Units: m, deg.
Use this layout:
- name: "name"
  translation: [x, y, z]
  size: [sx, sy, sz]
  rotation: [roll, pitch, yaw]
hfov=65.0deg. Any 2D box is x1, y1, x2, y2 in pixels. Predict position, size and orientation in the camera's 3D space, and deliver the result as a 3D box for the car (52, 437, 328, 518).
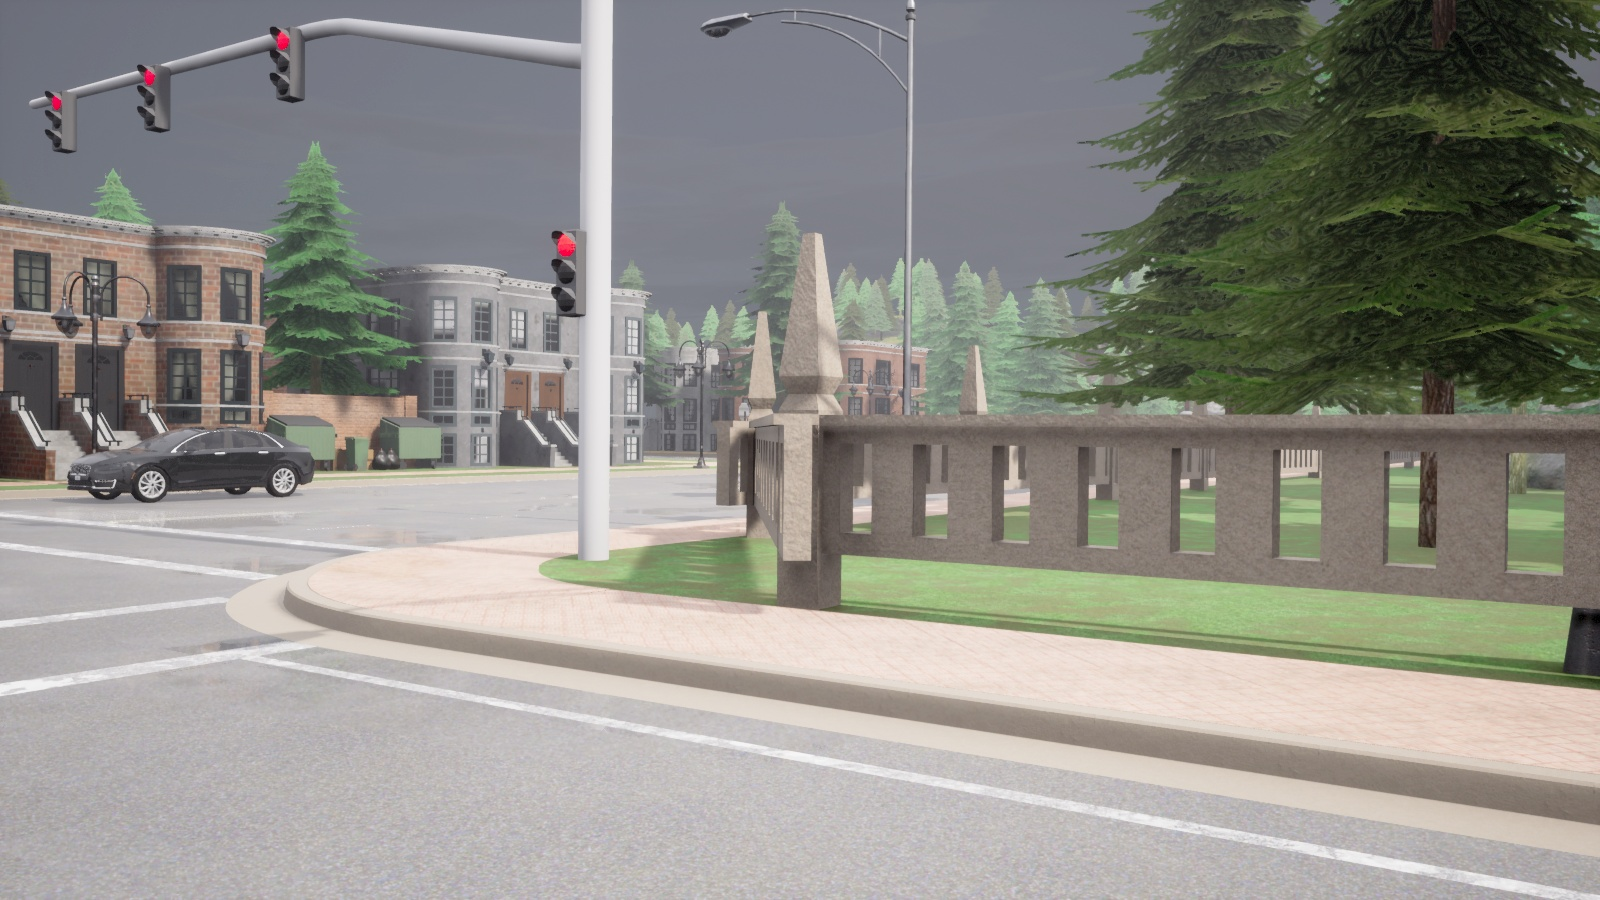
- name: "car"
  translation: [-12.508, 0.493, 26.110]
  size: [1.837, 1.490, 4.892]
  rotation: [0, 1, 34]
